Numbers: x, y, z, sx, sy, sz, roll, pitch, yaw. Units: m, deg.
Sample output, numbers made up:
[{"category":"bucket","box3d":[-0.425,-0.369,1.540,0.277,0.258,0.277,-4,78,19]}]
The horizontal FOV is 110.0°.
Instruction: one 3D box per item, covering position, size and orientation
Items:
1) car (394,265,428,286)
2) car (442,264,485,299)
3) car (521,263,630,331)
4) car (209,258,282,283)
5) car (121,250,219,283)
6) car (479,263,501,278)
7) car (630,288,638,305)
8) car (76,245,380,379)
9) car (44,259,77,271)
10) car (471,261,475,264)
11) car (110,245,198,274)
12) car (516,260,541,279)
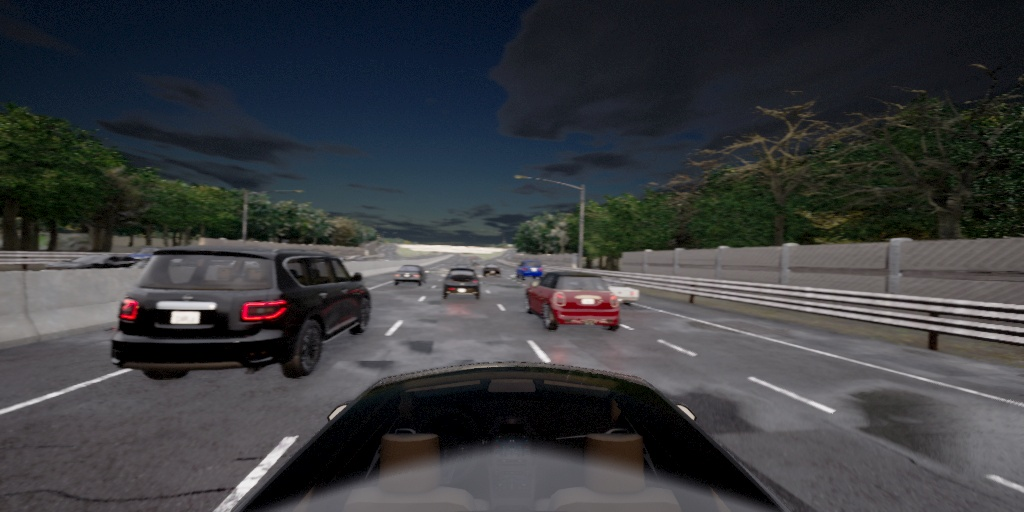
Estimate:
[{"category":"car","box3d":[-7.154,1.345,25.657,2.033,1.411,5.357,2,-1,-8]},{"category":"car","box3d":[-2.692,1.381,19.211,1.837,1.490,4.892,2,-1,-8]},{"category":"car","box3d":[1.789,1.295,11.980,2.097,1.767,4.553,2,-1,-8]},{"category":"car","box3d":[-17.739,0.908,24.215,1.837,1.490,4.892,2,-1,-8]},{"category":"car","box3d":[-21.005,0.616,22.379,2.097,1.767,4.553,2,-1,-8]},{"category":"car","box3d":[-2.431,1.638,41.642,1.882,1.535,5.008,2,-1,-8]},{"category":"car","box3d":[4.498,1.721,18.336,1.895,1.301,4.718,2,-1,-8]},{"category":"car","box3d":[-4.467,0.881,7.132,2.150,2.045,5.566,2,-1,-8]},{"category":"car","box3d":[-24.398,0.609,21.361,1.882,1.535,5.008,2,-1,-8]},{"category":"car","box3d":[-5.184,1.550,36.769,2.033,1.411,5.357,2,-1,-8]},{"category":"car","box3d":[-29.070,0.288,29.478,2.150,2.045,5.566,2,-1,-8]},{"category":"car","box3d":[1.797,1.482,37.457,2.150,2.045,5.566,2,-1,-8]}]
